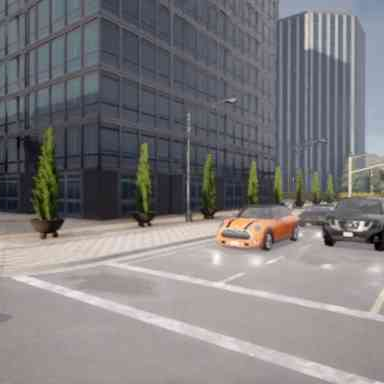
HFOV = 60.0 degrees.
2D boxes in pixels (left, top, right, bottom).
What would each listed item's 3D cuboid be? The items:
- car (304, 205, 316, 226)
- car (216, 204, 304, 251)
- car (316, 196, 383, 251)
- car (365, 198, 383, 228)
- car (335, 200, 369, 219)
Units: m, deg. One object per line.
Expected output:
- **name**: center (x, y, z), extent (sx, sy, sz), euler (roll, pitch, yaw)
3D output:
- **car**: center (8.548, 1.545, 22.023), extent (2.033, 1.411, 5.357), euler (0, 0, 36)
- **car**: center (2.925, 1.352, 14.399), extent (2.097, 1.767, 4.553), euler (0, 0, 36)
- **car**: center (7.485, 1.235, 14.687), extent (2.150, 2.045, 5.566), euler (0, 0, 36)
- **car**: center (13.314, 1.363, 22.583), extent (2.097, 1.767, 4.553), euler (0, 0, 36)
- **car**: center (14.577, 1.500, 30.177), extent (1.837, 1.490, 4.892), euler (0, 0, 37)
